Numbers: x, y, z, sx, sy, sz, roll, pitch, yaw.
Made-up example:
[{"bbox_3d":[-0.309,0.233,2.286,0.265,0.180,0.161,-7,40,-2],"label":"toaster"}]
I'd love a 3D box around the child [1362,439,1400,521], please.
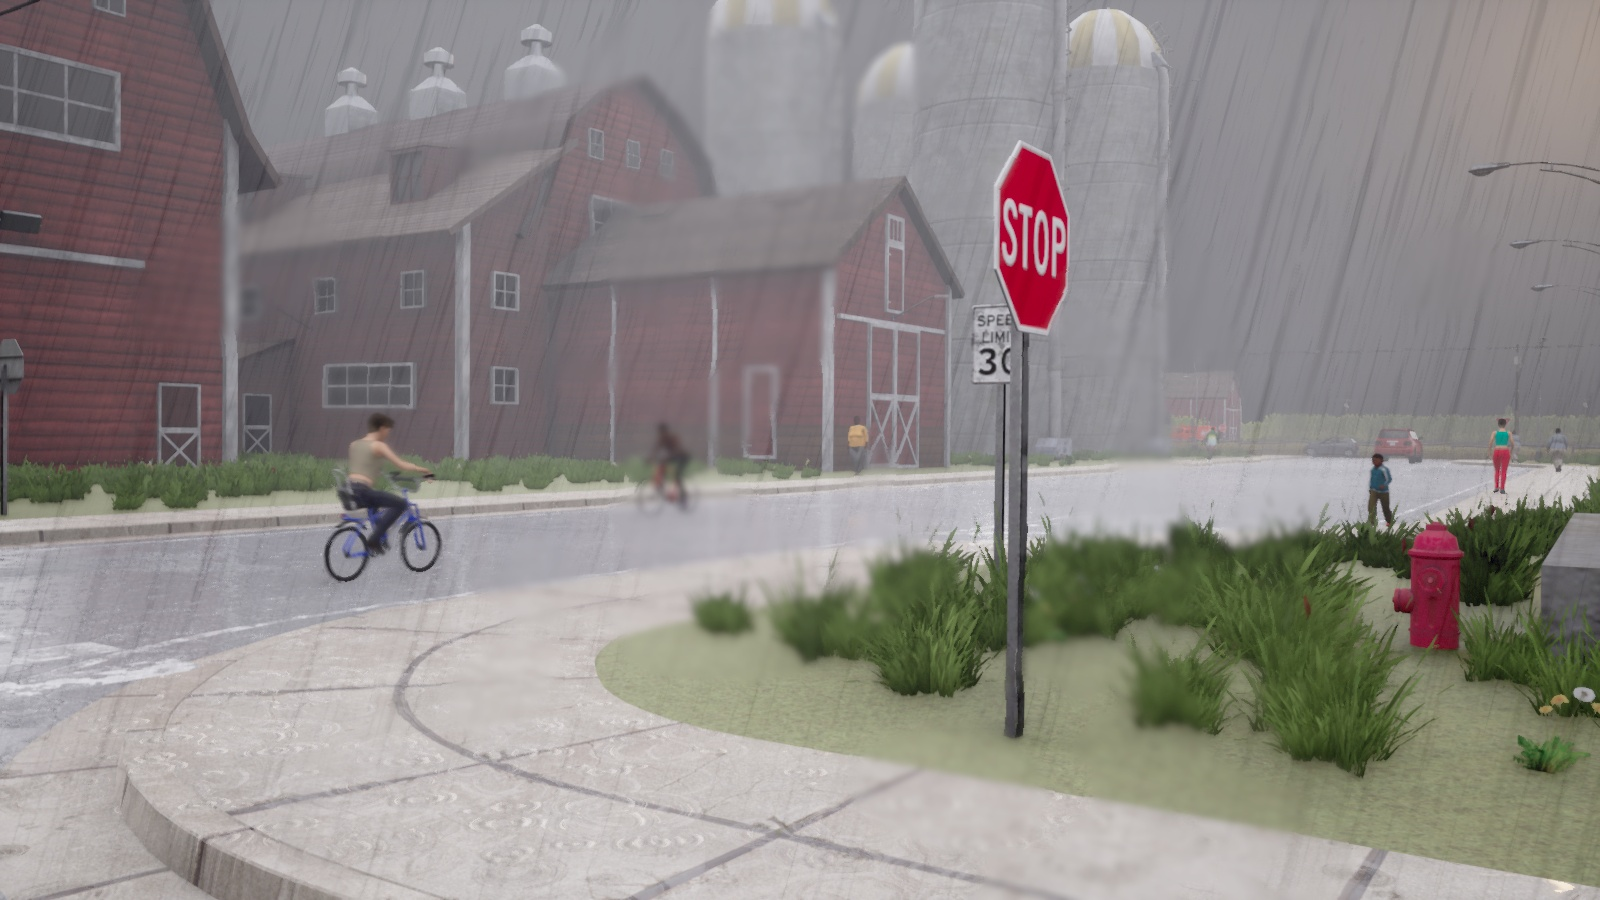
[{"bbox_3d":[8.600,0.433,18.596,0.448,1.192,0.343,-1,1,-37],"label":"child"}]

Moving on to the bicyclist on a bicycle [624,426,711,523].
[{"bbox_3d":[-2.302,0.394,21.935,0.582,1.620,1.656,0,1,33],"label":"bicyclist on a bicycle"}]

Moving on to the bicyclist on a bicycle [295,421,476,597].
[{"bbox_3d":[-4.048,0.527,12.366,0.866,1.612,1.509,1,1,28],"label":"bicyclist on a bicycle"}]

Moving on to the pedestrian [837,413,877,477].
[{"bbox_3d":[1.704,-0.154,37.288,0.874,1.855,0.900,0,1,29],"label":"pedestrian"}]

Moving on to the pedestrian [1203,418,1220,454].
[{"bbox_3d":[22.221,-0.756,67.828,0.659,1.952,0.873,0,1,36],"label":"pedestrian"}]

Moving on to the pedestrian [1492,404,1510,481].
[{"bbox_3d":[17.052,-0.187,30.545,0.345,1.836,0.594,0,1,33],"label":"pedestrian"}]

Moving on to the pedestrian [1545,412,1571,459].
[{"bbox_3d":[30.373,-0.577,50.331,0.874,1.855,0.900,0,1,30],"label":"pedestrian"}]

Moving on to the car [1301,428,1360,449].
[{"bbox_3d":[38.416,-0.858,90.897,3.633,1.501,1.845,0,1,33],"label":"car"}]

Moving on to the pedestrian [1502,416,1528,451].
[{"bbox_3d":[38.671,-0.895,67.929,0.874,1.855,0.900,-1,1,-6],"label":"pedestrian"}]

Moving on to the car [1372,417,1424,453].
[{"bbox_3d":[35.623,-0.902,74.757,2.150,2.045,5.566,0,1,32],"label":"car"}]
